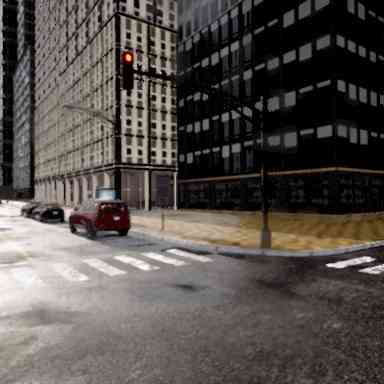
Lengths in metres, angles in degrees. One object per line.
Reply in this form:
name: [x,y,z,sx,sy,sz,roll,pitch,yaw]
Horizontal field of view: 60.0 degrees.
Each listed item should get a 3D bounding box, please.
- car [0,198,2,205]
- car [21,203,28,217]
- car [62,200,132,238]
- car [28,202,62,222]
car: [-34.329,1.603,58.174,1.887,1.381,4.507,1,-1,-36]
car: [-14.767,1.609,31.239,1.947,1.339,4.313,1,-1,-36]
car: [-4.982,1.345,17.775,2.192,1.841,5.009,1,-1,-36]
car: [-11.506,1.605,26.750,1.947,1.339,4.313,1,-1,-36]
